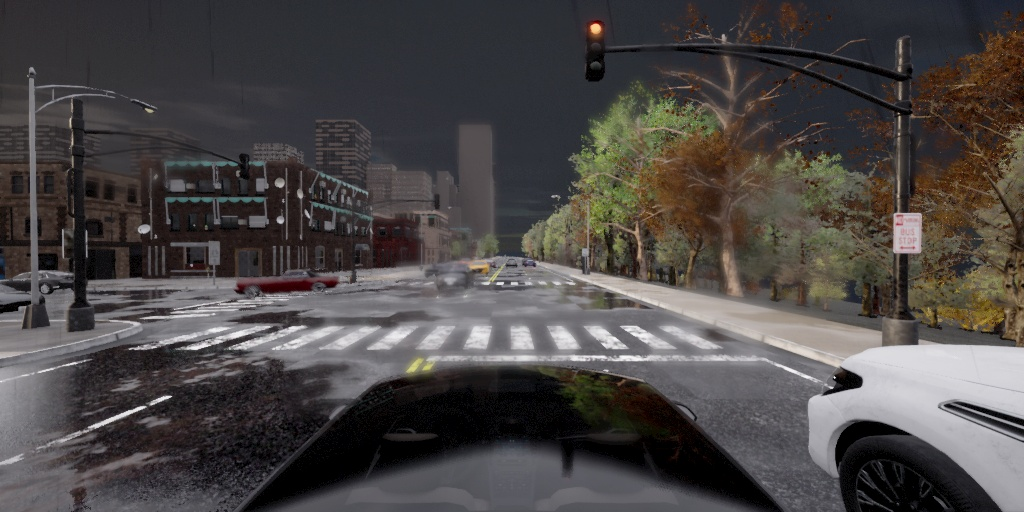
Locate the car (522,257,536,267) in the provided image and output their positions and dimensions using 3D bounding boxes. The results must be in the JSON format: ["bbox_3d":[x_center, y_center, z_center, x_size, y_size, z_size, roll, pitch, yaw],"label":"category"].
[{"bbox_3d":[3.219,1.252,64.046,1.812,1.442,4.674,0,0,0],"label":"car"}]

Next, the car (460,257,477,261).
[{"bbox_3d":[-6.697,1.083,52.255,2.097,1.767,4.553,0,0,0],"label":"car"}]

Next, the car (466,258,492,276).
[{"bbox_3d":[-3.427,1.215,38.003,1.882,1.535,5.008,0,0,0],"label":"car"}]

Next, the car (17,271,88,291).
[{"bbox_3d":[-28.321,1.559,21.594,4.403,1.370,2.007,0,0,0],"label":"car"}]

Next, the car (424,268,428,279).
[{"bbox_3d":[-6.666,1.341,32.960,1.895,1.301,4.718,0,0,0],"label":"car"}]

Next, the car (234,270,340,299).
[{"bbox_3d":[-11.839,1.420,19.161,4.718,1.301,1.895,-2,1,-27],"label":"car"}]

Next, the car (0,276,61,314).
[{"bbox_3d":[-19.970,1.564,13.099,4.313,1.339,1.948,0,0,0],"label":"car"}]

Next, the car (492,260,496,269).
[{"bbox_3d":[-3.449,1.256,54.570,1.812,1.442,4.674,0,0,0],"label":"car"}]

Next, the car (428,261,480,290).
[{"bbox_3d":[-3.392,1.238,22.112,2.128,1.511,4.902,0,0,0],"label":"car"}]

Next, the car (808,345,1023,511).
[{"bbox_3d":[3.356,0.972,0.343,2.150,2.045,5.566,0,0,0],"label":"car"}]

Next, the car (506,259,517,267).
[{"bbox_3d":[-0.039,1.290,64.077,1.994,1.385,4.181,0,0,0],"label":"car"}]
